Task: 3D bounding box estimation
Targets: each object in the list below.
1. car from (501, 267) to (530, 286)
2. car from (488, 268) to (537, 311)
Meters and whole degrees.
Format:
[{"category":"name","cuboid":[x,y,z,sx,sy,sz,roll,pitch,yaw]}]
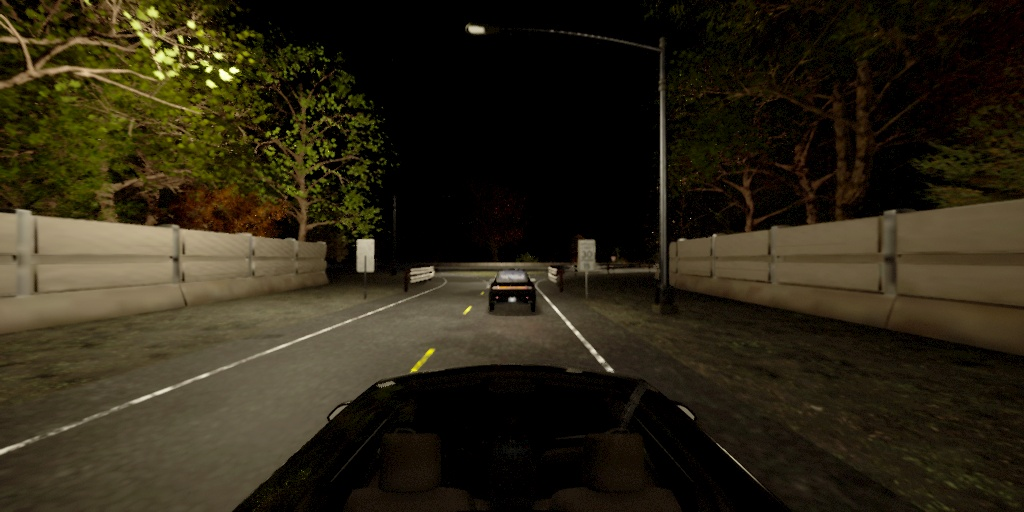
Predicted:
[{"category":"car","cuboid":[0.398,1.644,29.948,1.895,1.301,4.718,0,-1,7]},{"category":"car","cuboid":[0.025,1.385,15.357,2.128,1.511,4.902,0,0,0]}]
